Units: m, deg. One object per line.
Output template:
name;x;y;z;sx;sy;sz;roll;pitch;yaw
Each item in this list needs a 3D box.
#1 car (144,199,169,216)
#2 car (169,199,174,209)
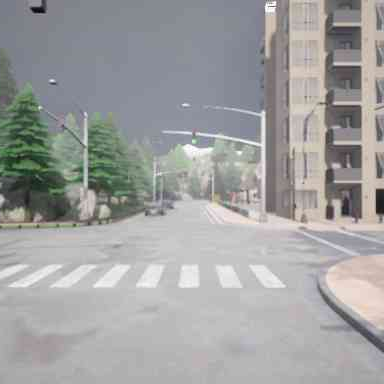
car;-3.746;1.702;34.776;1.812;1.442;4.674;0;0;0
car;-3.603;1.782;48.754;2.033;1.411;5.357;0;0;1
